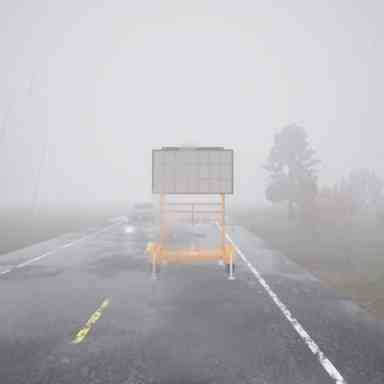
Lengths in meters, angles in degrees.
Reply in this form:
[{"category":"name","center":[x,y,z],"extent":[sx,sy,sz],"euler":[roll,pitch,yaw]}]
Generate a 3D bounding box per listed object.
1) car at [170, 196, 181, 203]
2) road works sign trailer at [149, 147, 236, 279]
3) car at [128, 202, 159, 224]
[{"category":"car","center":[-3.378,1.570,66.184],"extent":[1.812,1.442,4.674],"euler":[0,0,1]},{"category":"road works sign trailer","center":[0.021,0.465,9.974],"extent":[2.380,3.560,2.880],"euler":[0,0,0]},{"category":"car","center":[-3.546,1.511,24.893],"extent":[1.837,1.490,4.892],"euler":[0,0,0]}]
